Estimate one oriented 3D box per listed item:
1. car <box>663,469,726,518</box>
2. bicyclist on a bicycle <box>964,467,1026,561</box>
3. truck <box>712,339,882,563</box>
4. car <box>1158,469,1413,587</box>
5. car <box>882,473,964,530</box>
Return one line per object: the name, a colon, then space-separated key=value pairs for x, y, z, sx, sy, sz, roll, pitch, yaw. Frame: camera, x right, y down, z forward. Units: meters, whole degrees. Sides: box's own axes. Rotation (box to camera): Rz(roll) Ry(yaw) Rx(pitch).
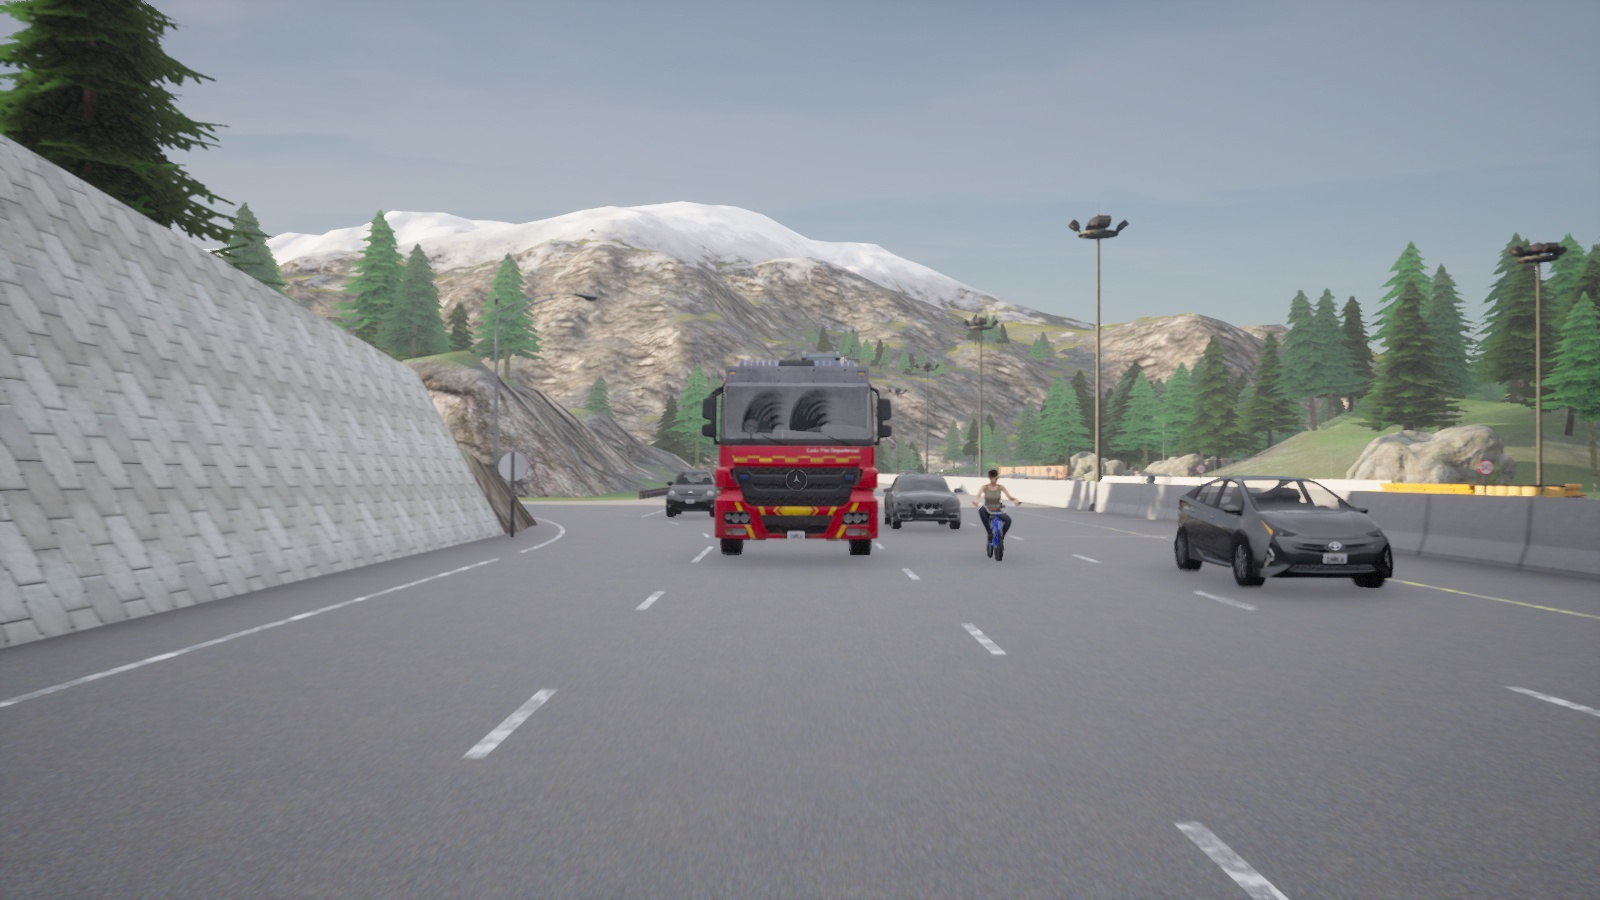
car: x=-3.607 y=1.465 z=43.613 sx=1.851 sy=1.617 sz=3.988 roll=0 pitch=-1 yaw=0
bicyclist on a bicycle: x=3.450 y=1.116 z=22.355 sx=0.866 sy=1.612 sz=1.509 roll=0 pitch=-1 yaw=0
truck: x=-0.068 y=0.086 z=25.779 sx=2.891 sy=3.827 sz=8.468 roll=0 pitch=-1 yaw=0
car: x=6.954 y=1.048 z=18.599 sx=2.007 sy=1.525 sz=4.514 roll=0 pitch=-1 yaw=0
car: x=3.413 y=1.409 z=35.621 sx=1.837 sy=1.490 sz=4.892 roll=0 pitch=-1 yaw=0
